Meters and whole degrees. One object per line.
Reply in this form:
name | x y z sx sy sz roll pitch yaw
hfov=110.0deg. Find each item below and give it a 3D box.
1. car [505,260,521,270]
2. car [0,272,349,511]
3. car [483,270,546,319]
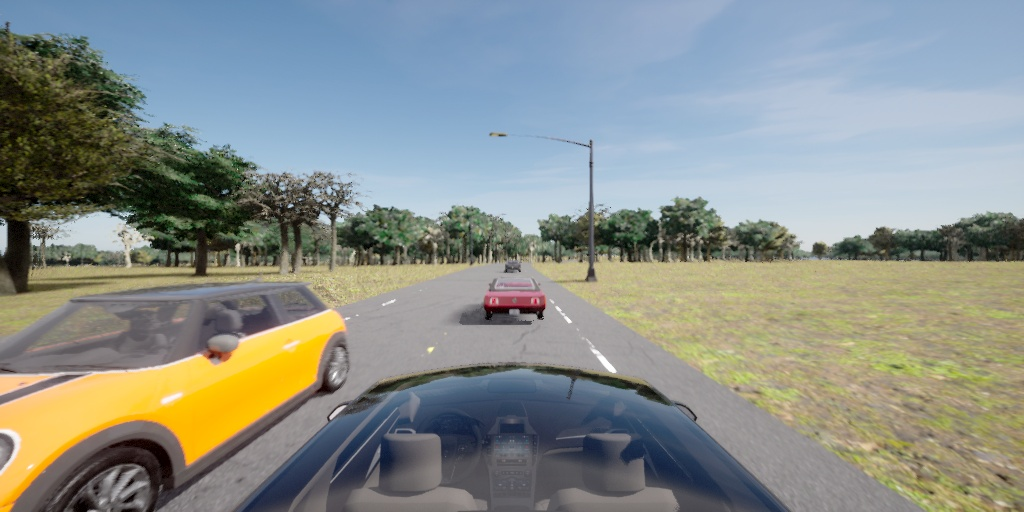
car | 0.134 1.189 45.715 2.128 1.511 4.902 0 0 1
car | -3.586 1.105 3.675 2.097 1.767 4.553 0 0 0
car | 0.086 1.347 12.726 1.895 1.301 4.718 0 0 0
